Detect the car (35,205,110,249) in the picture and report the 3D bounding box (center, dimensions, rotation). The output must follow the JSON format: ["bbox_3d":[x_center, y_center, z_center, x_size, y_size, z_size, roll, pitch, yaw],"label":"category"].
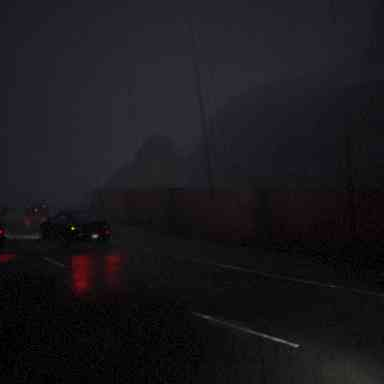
[{"bbox_3d":[-5.178,1.492,14.569,1.812,1.442,4.674,0,0,-39],"label":"car"}]

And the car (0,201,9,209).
[{"bbox_3d":[-17.501,1.482,29.404,1.994,1.385,4.181,0,0,-21],"label":"car"}]

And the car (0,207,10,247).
[{"bbox_3d":[-9.100,1.508,13.868,2.033,1.411,5.357,0,0,-37],"label":"car"}]

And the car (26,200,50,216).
[{"bbox_3d":[-14.721,1.446,31.895,1.812,1.442,4.674,0,0,-20],"label":"car"}]
